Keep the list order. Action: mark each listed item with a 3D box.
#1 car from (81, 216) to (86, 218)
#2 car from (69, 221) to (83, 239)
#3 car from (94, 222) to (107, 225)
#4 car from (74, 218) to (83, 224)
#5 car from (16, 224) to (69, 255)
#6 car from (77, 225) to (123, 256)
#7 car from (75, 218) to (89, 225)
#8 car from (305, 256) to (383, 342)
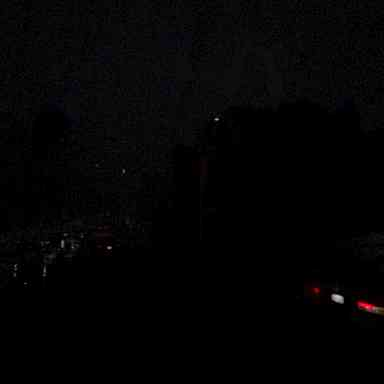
[{"bbox_3d":[-27.267,6.976,79.881,2.008,1.369,4.403,2,-4,-15],"label":"car"},{"bbox_3d":[-11.978,3.822,32.217,1.994,1.385,4.181,1,-4,-15],"label":"car"},{"bbox_3d":[-11.398,4.402,41.558,2.033,1.411,5.357,1,-4,-15],"label":"car"},{"bbox_3d":[-27.806,7.078,81.777,1.752,1.417,4.829,2,-4,-15],"label":"car"},{"bbox_3d":[-9.472,3.008,21.098,1.882,1.535,5.008,0,-4,-10],"label":"car"},{"bbox_3d":[-5.544,2.985,20.273,1.812,1.442,4.674,1,-4,-27],"label":"car"},{"bbox_3d":[-14.986,4.538,43.711,1.812,1.442,4.674,1,-4,-15],"label":"car"},{"bbox_3d":[4.847,1.826,6.219,5.357,1.411,2.033,0,-5,-15],"label":"car"}]
